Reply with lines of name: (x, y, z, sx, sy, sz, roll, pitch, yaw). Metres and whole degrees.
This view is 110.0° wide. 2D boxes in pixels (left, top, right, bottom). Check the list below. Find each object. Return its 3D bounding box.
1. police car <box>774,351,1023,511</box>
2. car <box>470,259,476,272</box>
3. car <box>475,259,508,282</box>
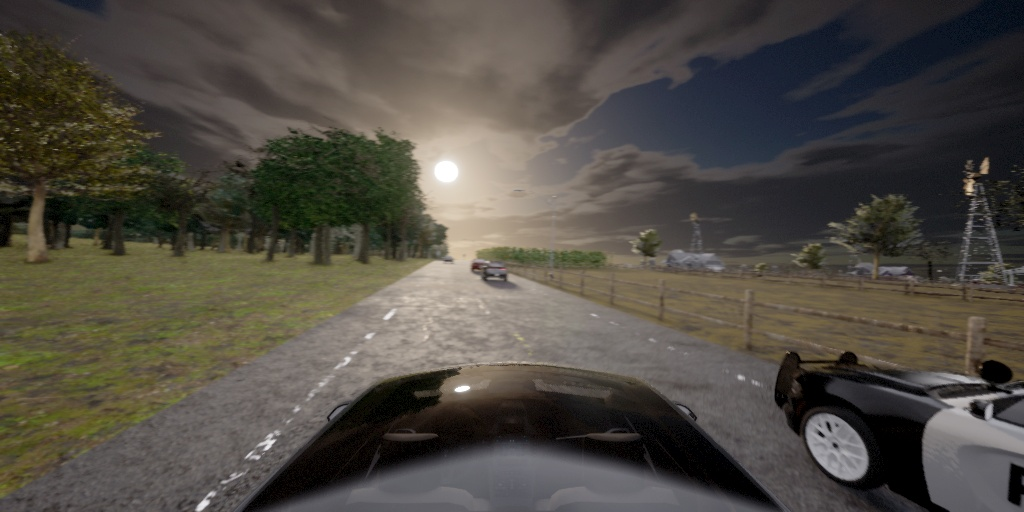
police car: (4.234, 1.377, 2.076, 1.930, 1.638, 5.238, 3, 0, -10)
car: (-3.939, 1.041, 42.643, 1.882, 1.535, 5.008, 3, 0, -10)
car: (-1.499, 1.180, 28.922, 2.128, 1.511, 4.902, 3, 0, -10)
